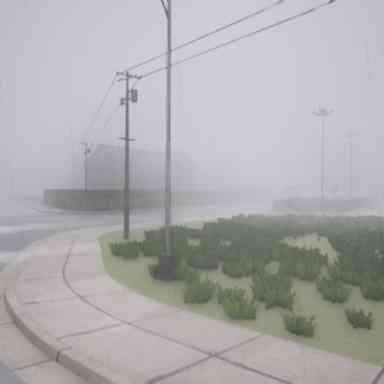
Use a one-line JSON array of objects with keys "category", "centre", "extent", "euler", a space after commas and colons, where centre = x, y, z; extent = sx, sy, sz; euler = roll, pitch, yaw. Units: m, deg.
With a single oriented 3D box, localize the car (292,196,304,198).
[{"category": "car", "centre": [18.707, 1.365, 58.317], "extent": [2.128, 1.511, 4.902], "euler": [1, 0, 34]}]
